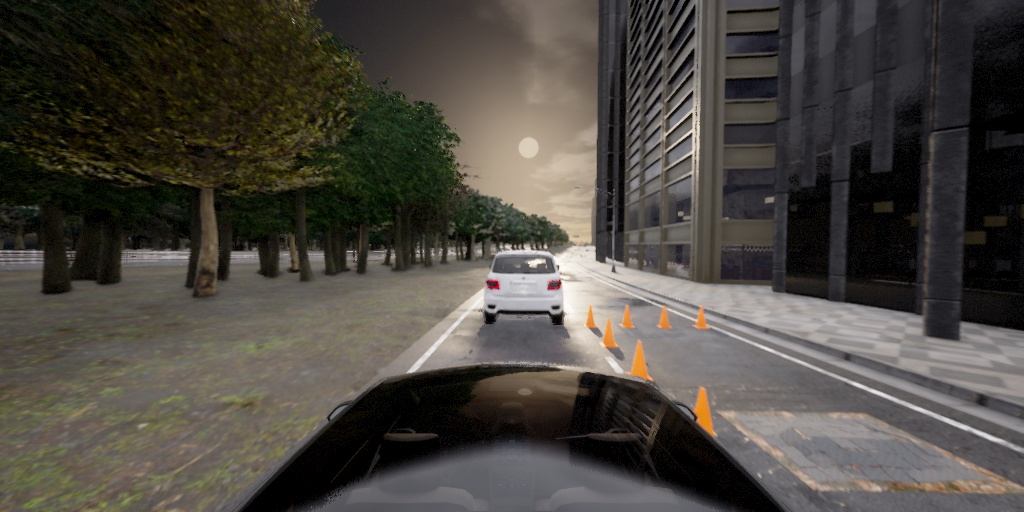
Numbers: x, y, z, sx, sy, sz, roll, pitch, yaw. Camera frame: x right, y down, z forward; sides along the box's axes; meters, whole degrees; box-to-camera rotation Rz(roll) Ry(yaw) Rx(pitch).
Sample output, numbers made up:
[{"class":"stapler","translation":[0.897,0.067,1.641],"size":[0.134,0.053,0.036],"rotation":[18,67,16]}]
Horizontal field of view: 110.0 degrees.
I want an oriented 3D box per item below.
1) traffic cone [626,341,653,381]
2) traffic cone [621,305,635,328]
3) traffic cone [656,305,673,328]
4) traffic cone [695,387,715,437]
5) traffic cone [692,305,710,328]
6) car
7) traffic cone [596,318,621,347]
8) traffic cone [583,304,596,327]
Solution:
[{"class":"traffic cone","translation":[2.061,1.669,5.810],"size":[0.340,0.580,0.340],"rotation":[0,0,1]},{"class":"traffic cone","translation":[3.143,1.629,9.789],"size":[0.340,0.580,0.340],"rotation":[0,0,1]},{"class":"traffic cone","translation":[4.143,1.635,9.768],"size":[0.340,0.580,0.340],"rotation":[0,0,1]},{"class":"traffic cone","translation":[2.019,1.692,3.811],"size":[0.340,0.580,0.340],"rotation":[0,0,1]},{"class":"traffic cone","translation":[5.142,1.641,9.748],"size":[0.340,0.580,0.340],"rotation":[0,0,1]},{"class":"car","translation":[0.394,0.858,11.577],"size":[2.150,2.045,5.566],"rotation":[0,1,2]},{"class":"traffic cone","translation":[2.103,1.646,7.810],"size":[0.340,0.580,0.340],"rotation":[0,0,1]},{"class":"traffic cone","translation":[2.144,1.623,9.810],"size":[0.340,0.580,0.340],"rotation":[0,0,1]}]
